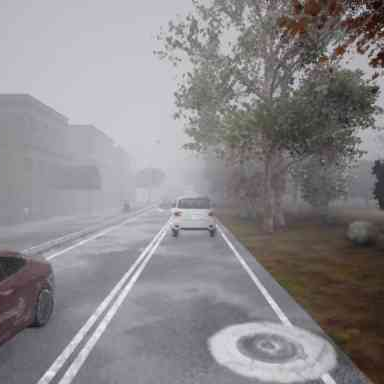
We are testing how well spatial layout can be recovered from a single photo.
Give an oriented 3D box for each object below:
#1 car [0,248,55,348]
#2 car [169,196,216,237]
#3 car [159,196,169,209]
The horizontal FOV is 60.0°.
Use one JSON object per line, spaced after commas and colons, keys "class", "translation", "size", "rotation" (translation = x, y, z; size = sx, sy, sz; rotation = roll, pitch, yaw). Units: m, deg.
{"class": "car", "translation": [-3.350, 1.526, 4.247], "size": [1.812, 1.442, 4.674], "rotation": [0, 0, 0]}
{"class": "car", "translation": [0.103, 1.221, 18.340], "size": [2.150, 2.045, 5.566], "rotation": [0, 0, 0]}
{"class": "car", "translation": [-3.320, 1.334, 45.165], "size": [2.097, 1.767, 4.553], "rotation": [0, 0, 0]}
